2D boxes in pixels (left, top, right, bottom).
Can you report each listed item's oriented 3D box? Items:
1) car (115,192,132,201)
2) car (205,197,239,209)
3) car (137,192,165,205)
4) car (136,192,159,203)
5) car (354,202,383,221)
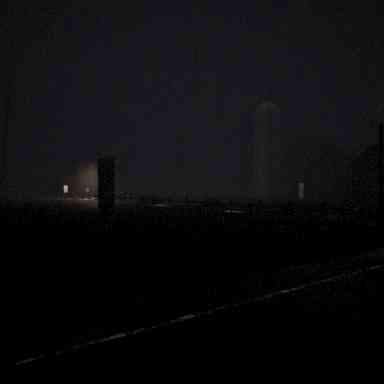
[{"bbox_3d":[-13.623,0.752,66.004,2.097,1.767,4.553,-1,1,-36],"label":"car"},{"bbox_3d":[3.292,1.266,37.704,1.812,1.442,4.674,-1,1,-36],"label":"car"},{"bbox_3d":[-5.921,0.944,50.488,2.097,1.767,4.553,-1,1,-36],"label":"car"},{"bbox_3d":[-7.842,0.849,58.060,2.097,1.767,4.553,-1,1,-35],"label":"car"},{"bbox_3d":[14.126,1.462,24.187,4.181,1.385,1.994,0,1,42],"label":"car"}]
